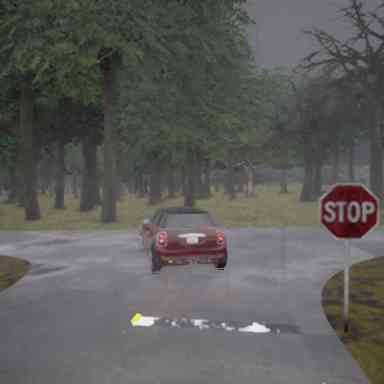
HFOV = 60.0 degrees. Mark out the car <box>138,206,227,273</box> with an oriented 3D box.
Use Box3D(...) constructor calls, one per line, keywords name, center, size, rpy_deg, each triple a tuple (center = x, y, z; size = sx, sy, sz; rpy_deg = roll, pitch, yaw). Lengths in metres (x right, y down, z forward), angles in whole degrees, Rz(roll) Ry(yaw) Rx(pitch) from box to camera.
Box3D(name="car", center=(-0.483, 1.263, 10.752), size=(2.097, 1.767, 4.553), rpy_deg=(0, 1, -13))
